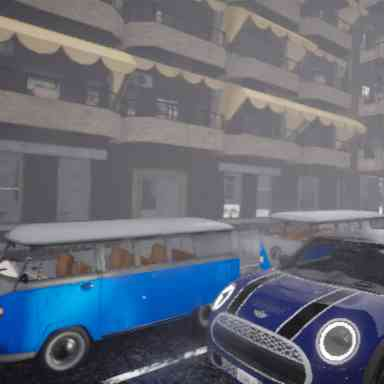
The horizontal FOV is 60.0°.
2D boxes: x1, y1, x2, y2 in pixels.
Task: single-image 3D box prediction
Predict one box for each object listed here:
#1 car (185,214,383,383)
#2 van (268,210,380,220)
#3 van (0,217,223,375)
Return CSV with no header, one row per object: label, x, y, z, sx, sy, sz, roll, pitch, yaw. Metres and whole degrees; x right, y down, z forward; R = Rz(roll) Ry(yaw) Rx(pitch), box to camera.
car,2.407,1.376,4.783,4.553,1.767,2.097,0,0,-35
van,3.458,1.381,8.535,3.998,1.788,1.690,0,1,-35
van,-1.046,1.351,5.324,3.998,1.788,1.690,0,1,-35
